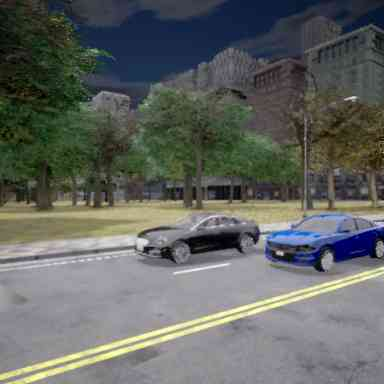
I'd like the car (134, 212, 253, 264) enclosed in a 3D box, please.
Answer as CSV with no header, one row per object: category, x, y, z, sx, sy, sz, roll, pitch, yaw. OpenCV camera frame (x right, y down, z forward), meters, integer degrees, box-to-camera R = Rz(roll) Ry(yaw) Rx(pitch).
car,0.350,1.500,11.950,4.902,1.511,2.128,0,0,-36

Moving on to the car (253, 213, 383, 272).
car,4.537,1.478,10.961,5.008,1.535,1.882,0,0,-36
